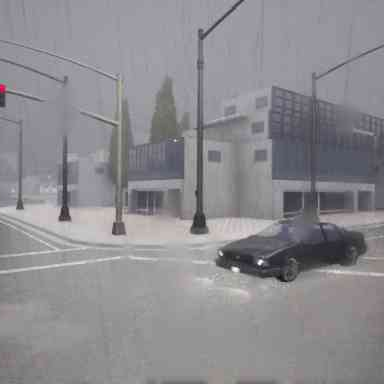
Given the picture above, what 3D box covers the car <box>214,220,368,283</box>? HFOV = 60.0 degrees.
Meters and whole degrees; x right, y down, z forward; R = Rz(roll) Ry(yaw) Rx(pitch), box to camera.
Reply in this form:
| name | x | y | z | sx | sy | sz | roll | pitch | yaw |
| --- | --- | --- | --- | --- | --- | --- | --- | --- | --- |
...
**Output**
| name | x | y | z | sx | sy | sz | roll | pitch | yaw |
| --- | --- | --- | --- | --- | --- | --- | --- | --- | --- |
| car | 3.205 | 1.570 | 9.919 | 5.357 | 1.411 | 2.033 | 0 | 0 | -37 |
